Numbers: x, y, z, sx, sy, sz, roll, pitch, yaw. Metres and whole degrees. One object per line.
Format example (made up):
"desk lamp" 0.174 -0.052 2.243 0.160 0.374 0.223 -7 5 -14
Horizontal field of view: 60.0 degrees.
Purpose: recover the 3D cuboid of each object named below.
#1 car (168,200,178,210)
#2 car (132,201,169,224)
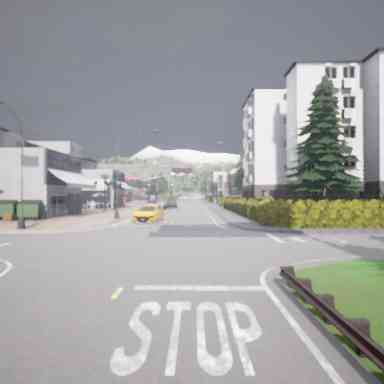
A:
"car" -3.187 1.953 51.731 1.994 1.385 4.181 0 0 0
"car" -3.462 1.752 27.273 1.882 1.535 5.008 0 1 5
